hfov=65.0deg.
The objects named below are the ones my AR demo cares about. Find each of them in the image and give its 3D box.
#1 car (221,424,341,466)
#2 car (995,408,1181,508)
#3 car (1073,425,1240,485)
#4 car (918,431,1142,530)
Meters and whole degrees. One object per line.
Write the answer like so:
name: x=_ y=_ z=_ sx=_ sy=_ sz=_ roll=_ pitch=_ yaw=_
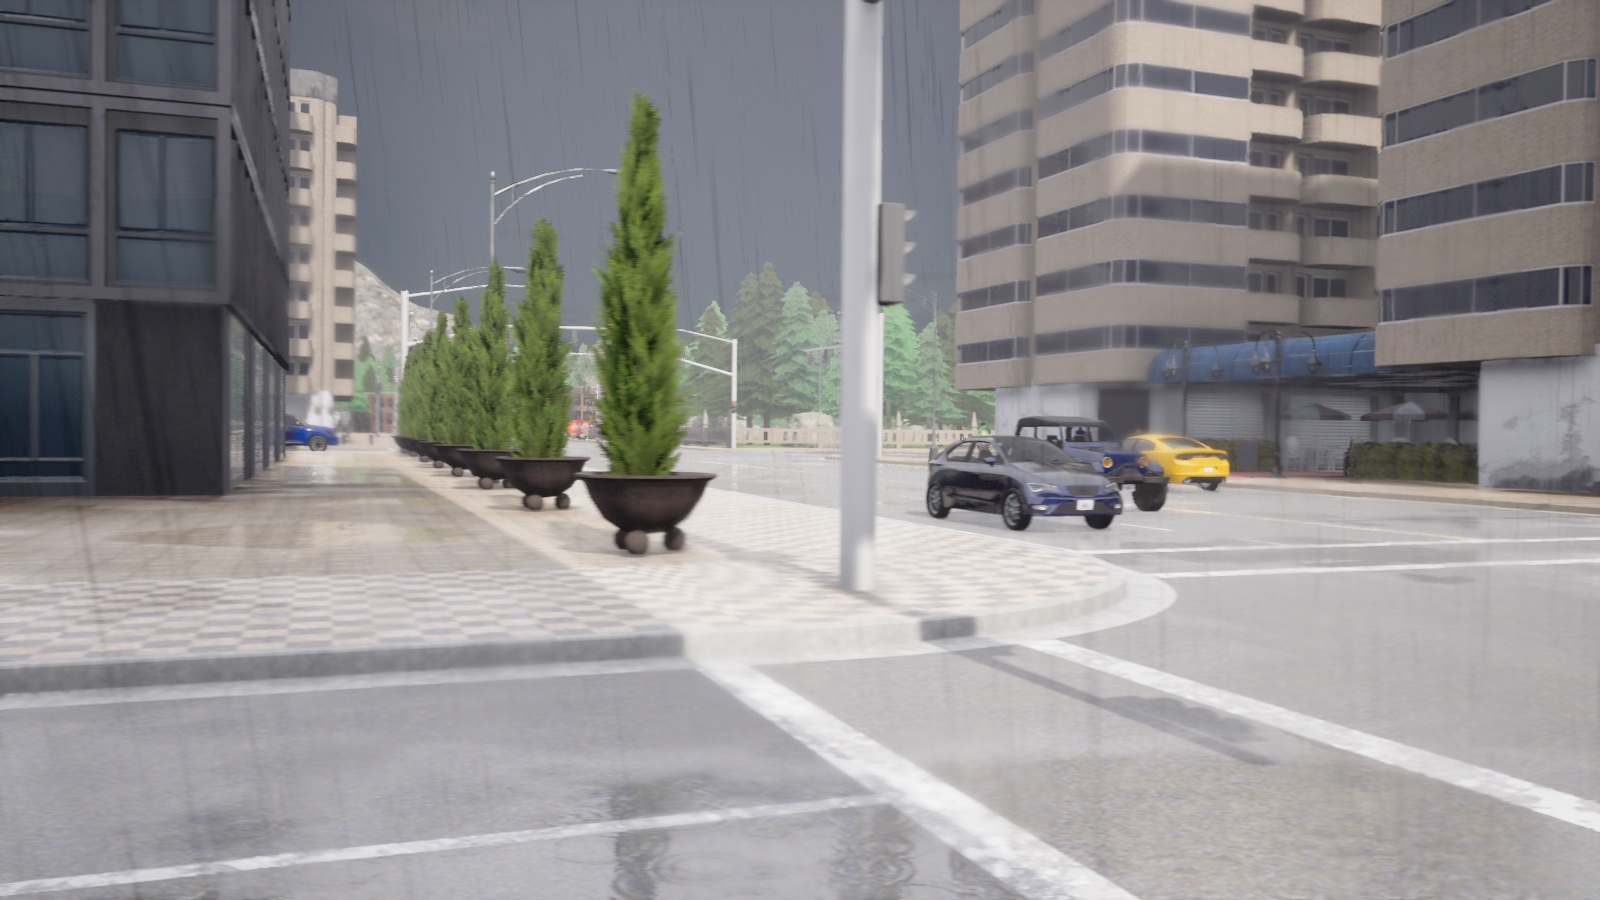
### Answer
car: x=-26.406 y=-0.296 z=64.111 sx=5.566 sy=2.045 sz=2.150 roll=-1 pitch=1 yaw=-20
car: x=5.789 y=0.113 z=25.730 sx=1.905 sy=1.878 sz=3.866 roll=-1 pitch=1 yaw=-20
car: x=9.820 y=0.099 z=35.046 sx=1.882 sy=1.535 sz=5.008 roll=-1 pitch=1 yaw=-20
car: x=3.736 y=0.426 z=21.189 sx=1.816 sy=1.474 sz=4.193 roll=-1 pitch=1 yaw=-20
